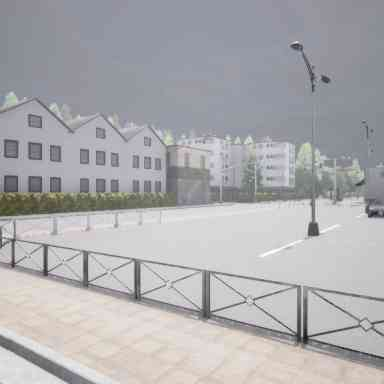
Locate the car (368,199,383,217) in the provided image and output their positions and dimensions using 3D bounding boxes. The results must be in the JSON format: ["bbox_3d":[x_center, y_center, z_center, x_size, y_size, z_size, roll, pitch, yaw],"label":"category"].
[{"bbox_3d":[15.443,1.298,26.791,2.007,1.523,4.514,0,0,35],"label":"car"}]
